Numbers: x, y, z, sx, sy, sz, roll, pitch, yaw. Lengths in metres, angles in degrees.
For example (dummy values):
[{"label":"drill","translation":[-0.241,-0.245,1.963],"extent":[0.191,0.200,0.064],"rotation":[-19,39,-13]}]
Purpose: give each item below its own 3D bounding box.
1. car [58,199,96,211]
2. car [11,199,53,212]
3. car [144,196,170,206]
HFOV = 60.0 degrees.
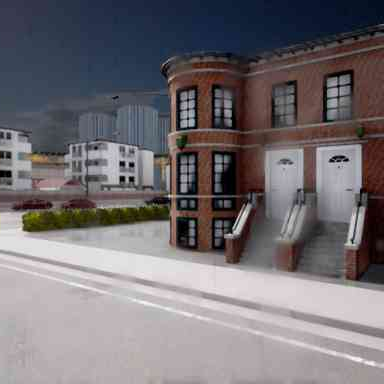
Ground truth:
[{"label":"car","translation":[-13.743,1.521,39.944],"extent":[1.812,1.442,4.674],"rotation":[0,0,38]},{"label":"car","translation":[-18.756,1.521,39.139],"extent":[1.812,1.442,4.674],"rotation":[0,0,37]},{"label":"car","translation":[-5.644,1.500,54.920],"extent":[4.892,1.490,1.837],"rotation":[0,-1,-40]}]
